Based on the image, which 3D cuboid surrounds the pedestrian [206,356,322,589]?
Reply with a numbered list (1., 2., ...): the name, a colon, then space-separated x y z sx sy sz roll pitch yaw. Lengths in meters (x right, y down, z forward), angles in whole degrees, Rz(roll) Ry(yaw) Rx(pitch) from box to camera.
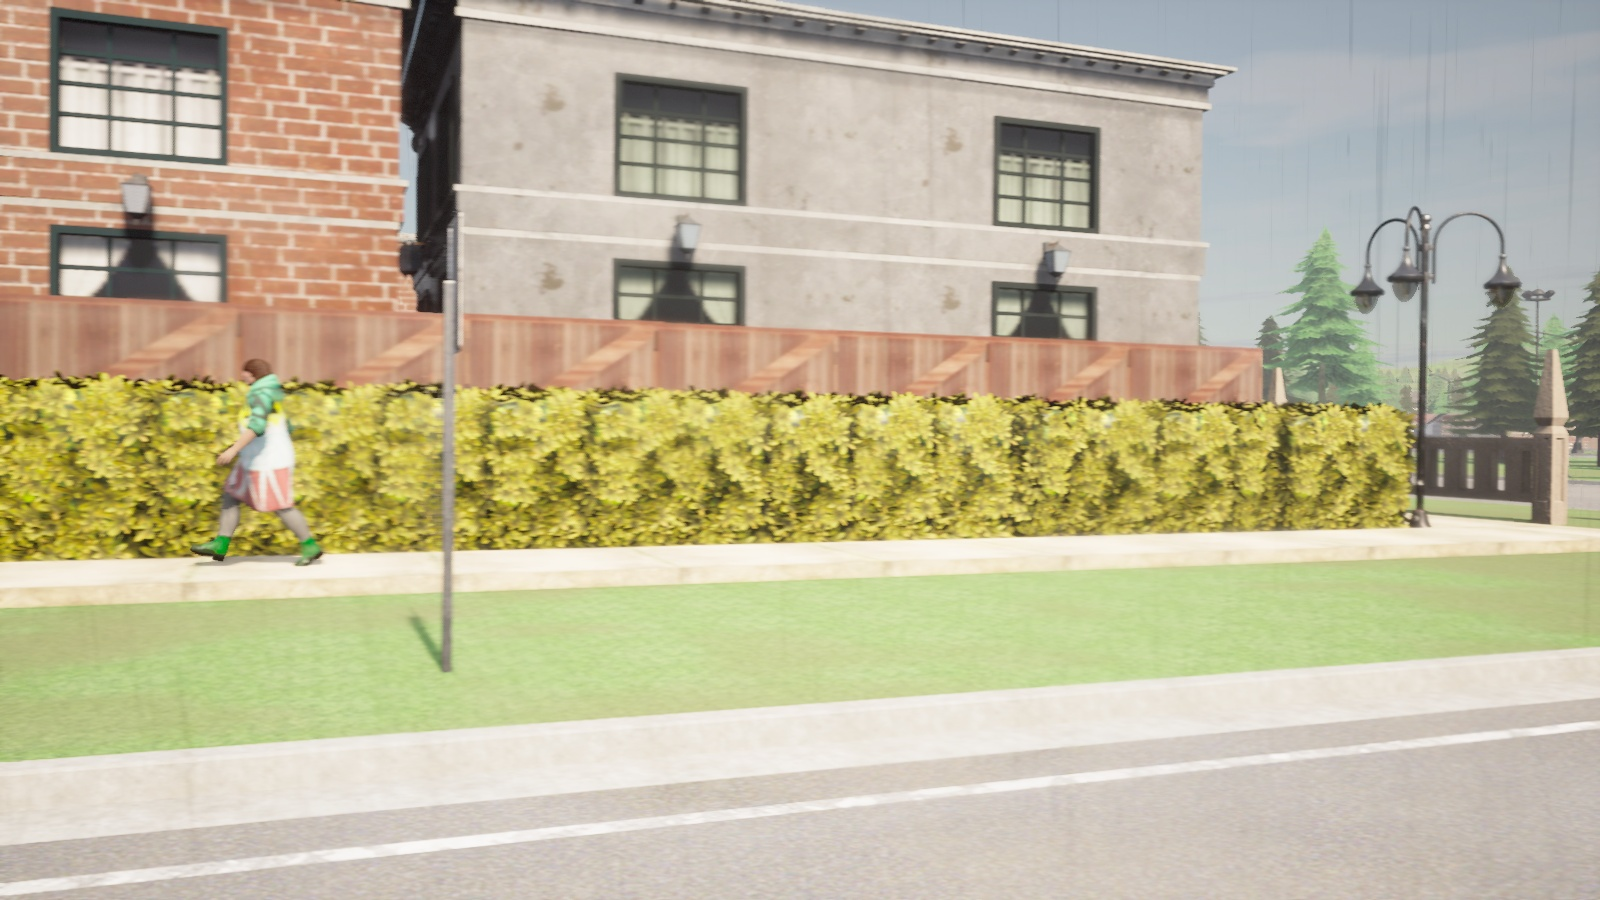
1. pedestrian: -4.650 0.179 10.951 0.873 1.952 0.659 -1 1 -21
